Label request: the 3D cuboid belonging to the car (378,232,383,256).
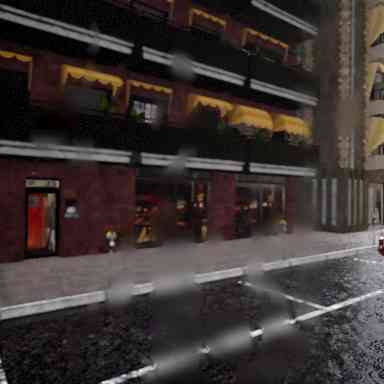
[{"bbox_3d":[8.617,1.587,12.242,4.097,1.590,1.967,1,0,-36],"label":"car"}]
